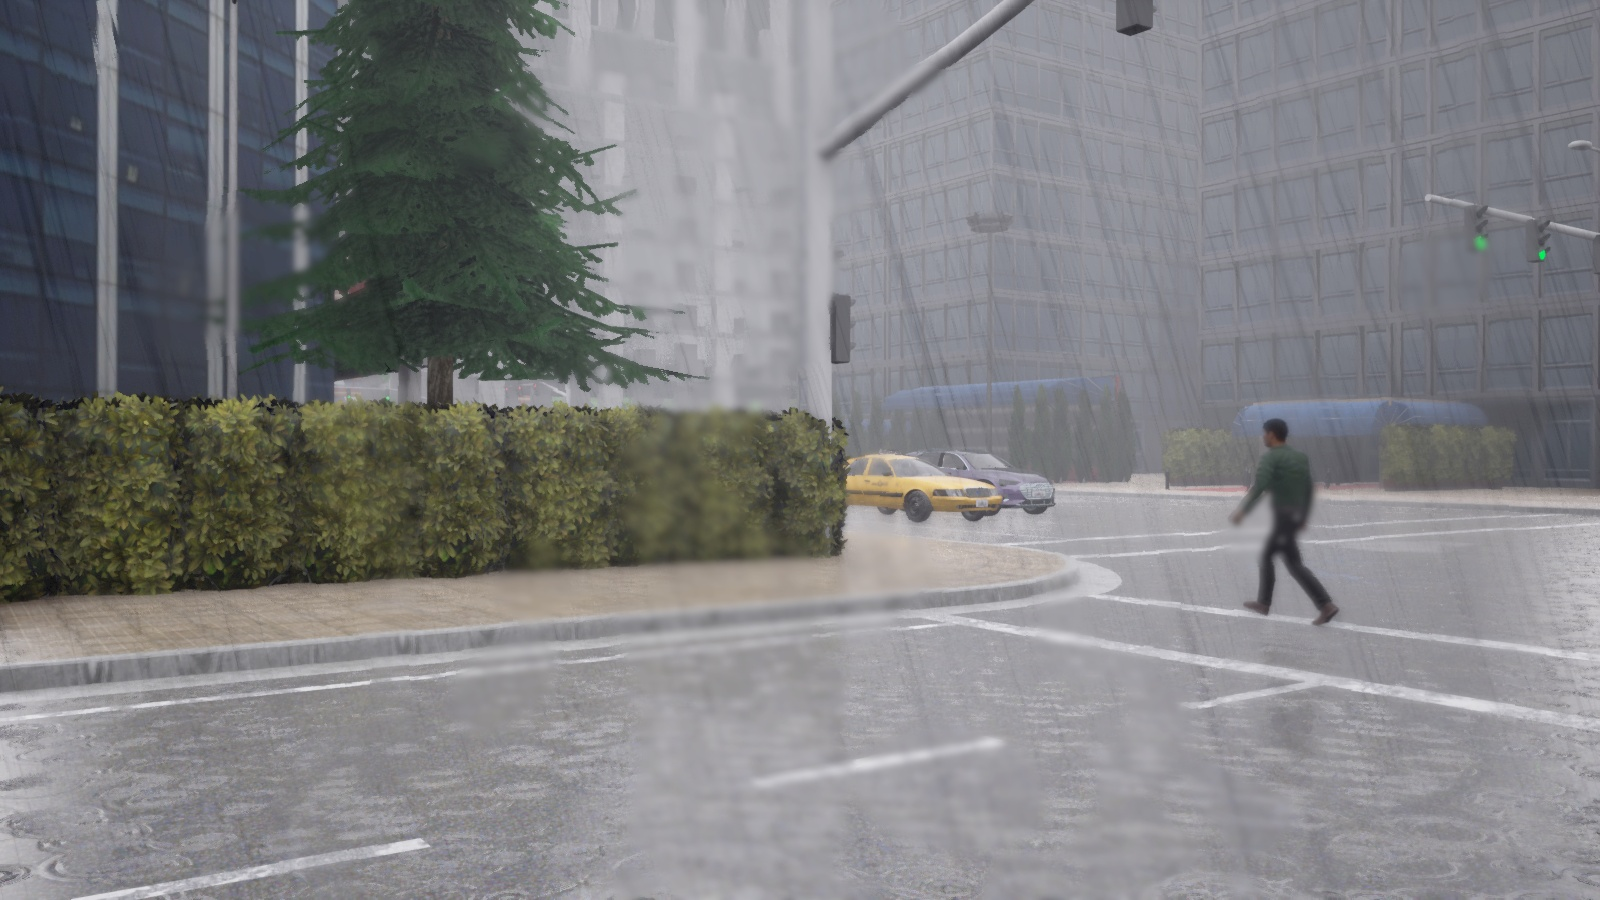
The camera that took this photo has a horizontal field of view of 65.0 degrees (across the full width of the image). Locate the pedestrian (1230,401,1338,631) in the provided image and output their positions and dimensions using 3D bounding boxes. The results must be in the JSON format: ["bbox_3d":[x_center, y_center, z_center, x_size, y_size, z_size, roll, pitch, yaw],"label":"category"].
[{"bbox_3d":[4.267,0.559,11.091,0.423,1.949,0.788,0,0,-35],"label":"pedestrian"}]

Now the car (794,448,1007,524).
[{"bbox_3d":[2.141,0.749,28.553,1.801,1.575,5.366,0,0,-35],"label":"car"}]

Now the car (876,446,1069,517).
[{"bbox_3d":[4.245,0.743,31.635,2.033,1.649,4.856,0,0,-35],"label":"car"}]
